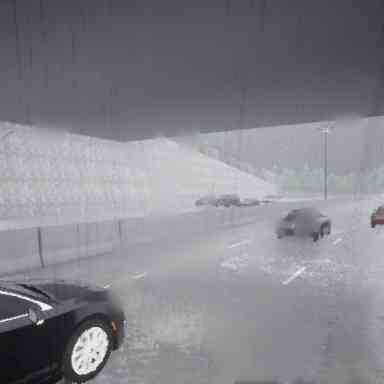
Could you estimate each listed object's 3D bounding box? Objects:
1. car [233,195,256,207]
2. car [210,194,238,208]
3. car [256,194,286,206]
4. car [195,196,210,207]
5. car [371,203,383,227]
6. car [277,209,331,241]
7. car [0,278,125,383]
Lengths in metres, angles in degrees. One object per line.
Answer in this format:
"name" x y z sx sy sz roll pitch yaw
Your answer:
"car" 8.285 1.571 47.802 2.033 1.411 5.357 0 0 32
"car" 5.292 1.320 49.618 2.150 2.045 5.566 0 0 32
"car" 11.246 1.274 45.936 2.150 2.045 5.566 0 0 32
"car" 2.347 1.397 51.510 2.097 1.767 4.553 0 0 32
"car" 13.025 1.559 22.005 1.994 1.385 4.181 0 0 32
"car" 5.792 1.562 16.961 1.994 1.385 4.181 0 0 32
"car" -2.746 1.502 3.186 1.837 1.490 4.892 0 0 32
